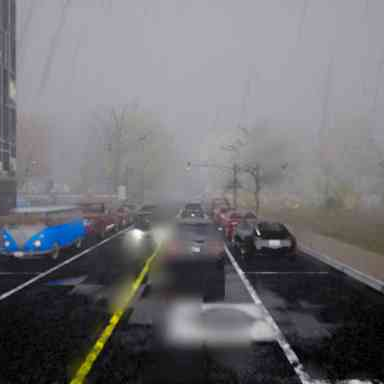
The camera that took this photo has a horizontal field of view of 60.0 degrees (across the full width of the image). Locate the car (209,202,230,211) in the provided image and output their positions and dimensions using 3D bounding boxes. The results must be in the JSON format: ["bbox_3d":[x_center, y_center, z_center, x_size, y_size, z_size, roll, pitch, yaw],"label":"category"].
[{"bbox_3d":[2.571,1.671,24.673,1.887,1.381,4.507,-1,0,0],"label":"car"}]

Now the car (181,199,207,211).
[{"bbox_3d":[0.091,1.656,29.413,1.837,1.490,4.892,0,0,0],"label":"car"}]

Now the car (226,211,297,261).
[{"bbox_3d":[2.556,1.628,12.373,1.947,1.339,4.313,-1,0,0],"label":"car"}]

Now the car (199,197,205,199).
[{"bbox_3d":[2.608,1.837,75.245,1.967,1.590,4.097,-1,0,0],"label":"car"}]

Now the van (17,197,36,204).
[{"bbox_3d":[-25.824,1.697,49.058,3.998,1.788,1.690,0,1,-1],"label":"van"}]

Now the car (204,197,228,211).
[{"bbox_3d":[2.682,1.488,33.311,2.192,1.841,5.009,-1,0,0],"label":"car"}]

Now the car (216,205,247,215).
[{"bbox_3d":[2.555,1.636,17.914,1.887,1.381,4.507,-1,0,0],"label":"car"}]

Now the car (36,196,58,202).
[{"bbox_3d":[-25.675,1.609,57.231,5.009,1.841,2.192,0,1,-1],"label":"car"}]

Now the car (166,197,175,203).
[{"bbox_3d":[-5.326,2.009,83.947,1.947,1.339,4.313,-1,0,0],"label":"car"}]

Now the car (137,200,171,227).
[{"bbox_3d":[-2.845,1.600,23.897,1.882,1.535,5.008,0,0,0],"label":"car"}]

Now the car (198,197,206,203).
[{"bbox_3d":[2.554,1.988,83.944,1.887,1.381,4.507,-1,0,0],"label":"car"}]

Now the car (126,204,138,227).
[{"bbox_3d":[-5.325,1.665,23.426,1.887,1.381,4.507,-1,0,0],"label":"car"}]

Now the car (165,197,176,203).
[{"bbox_3d":[-5.328,1.979,78.260,1.947,1.339,4.313,-1,0,0],"label":"car"}]

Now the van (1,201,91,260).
[{"bbox_3d":[-5.327,1.403,12.332,1.690,1.788,3.998,-1,0,0],"label":"van"}]

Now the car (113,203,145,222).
[{"bbox_3d":[-5.397,1.715,28.970,1.947,1.339,4.313,-1,0,0],"label":"car"}]

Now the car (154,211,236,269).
[{"bbox_3d":[0.086,1.605,11.359,2.033,1.411,5.357,0,0,0],"label":"car"}]

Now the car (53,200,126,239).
[{"bbox_3d":[-5.327,1.406,17.880,2.192,1.841,5.009,-1,0,0],"label":"car"}]

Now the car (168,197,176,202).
[{"bbox_3d":[-5.326,2.040,89.636,1.947,1.339,4.313,-1,0,0],"label":"car"}]
